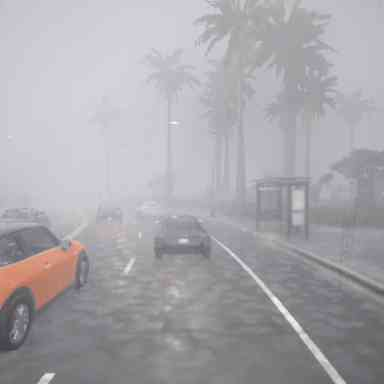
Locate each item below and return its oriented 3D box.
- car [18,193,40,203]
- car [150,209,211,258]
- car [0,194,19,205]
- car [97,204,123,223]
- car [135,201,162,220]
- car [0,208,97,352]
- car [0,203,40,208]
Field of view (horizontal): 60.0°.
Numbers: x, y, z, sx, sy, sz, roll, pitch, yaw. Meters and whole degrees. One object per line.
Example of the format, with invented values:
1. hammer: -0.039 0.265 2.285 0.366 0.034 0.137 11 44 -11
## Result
1. car: -26.045 1.248 52.415 5.566 2.045 2.150 0 0 42
2. car: -0.478 1.571 12.862 1.994 1.385 4.181 0 0 -6
3. car: -28.214 1.521 49.545 4.902 1.511 2.128 0 0 42
4. car: -6.548 1.616 26.094 1.895 1.301 4.718 0 0 -16
5. car: -3.735 1.542 28.685 1.812 1.442 4.674 0 0 -17
6. car: -3.525 1.355 6.322 2.097 1.767 4.553 0 0 -2
7. car: -8.078 1.501 15.693 2.128 1.511 4.902 0 0 -9
